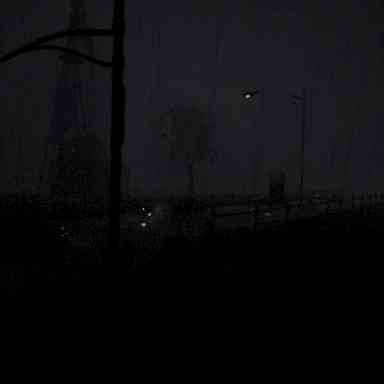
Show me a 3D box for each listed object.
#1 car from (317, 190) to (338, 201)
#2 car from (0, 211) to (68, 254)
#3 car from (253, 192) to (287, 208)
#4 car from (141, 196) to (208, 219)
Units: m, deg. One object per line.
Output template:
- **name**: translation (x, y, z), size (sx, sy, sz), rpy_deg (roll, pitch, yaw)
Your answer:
- **car**: translation (20.418, 0.427, 50.027), size (2.097, 1.767, 4.553), rpy_deg (3, 2, 38)
- **car**: translation (-6.292, 1.323, 10.877), size (1.994, 1.385, 4.181), rpy_deg (3, 2, 38)
- **car**: translation (8.223, 0.757, 34.874), size (1.882, 1.535, 5.008), rpy_deg (3, 2, 39)
- **car**: translation (-1.042, 1.012, 23.249), size (2.033, 1.411, 5.357), rpy_deg (3, 2, 38)
